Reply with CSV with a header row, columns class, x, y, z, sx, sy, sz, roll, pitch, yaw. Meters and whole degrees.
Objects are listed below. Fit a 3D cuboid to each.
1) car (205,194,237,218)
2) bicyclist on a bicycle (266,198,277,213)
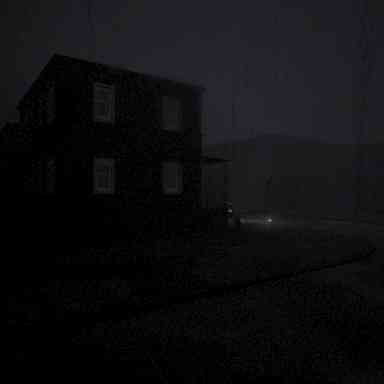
class,x,y,z,sx,sy,sz,roll,pitch,yaw
car,1.575,1.221,29.786,2.150,2.045,5.566,0,0,-35
bicyclist on a bicycle,8.322,1.348,34.790,1.656,1.620,0.582,0,0,-35
